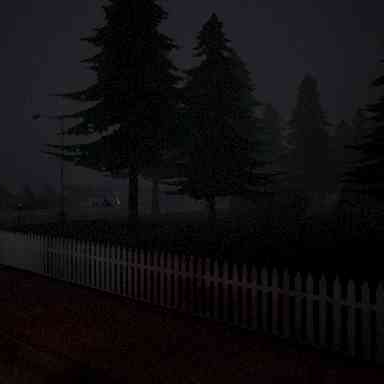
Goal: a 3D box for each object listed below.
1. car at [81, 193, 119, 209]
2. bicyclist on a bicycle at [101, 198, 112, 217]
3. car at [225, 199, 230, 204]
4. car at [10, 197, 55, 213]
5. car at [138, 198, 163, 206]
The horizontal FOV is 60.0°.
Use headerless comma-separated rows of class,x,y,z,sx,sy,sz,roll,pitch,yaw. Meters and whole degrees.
car,-12.537,1.221,45.704,2.150,2.045,5.566,0,0,34
bicyclist on a bicycle,-7.176,1.302,27.836,1.656,1.620,0.582,0,0,34
car,4.292,1.221,51.455,2.150,2.045,5.566,0,0,34
car,-18.032,1.352,37.629,2.097,1.767,4.553,0,0,34
car,-6.801,1.491,54.093,2.128,1.511,4.902,0,0,35
